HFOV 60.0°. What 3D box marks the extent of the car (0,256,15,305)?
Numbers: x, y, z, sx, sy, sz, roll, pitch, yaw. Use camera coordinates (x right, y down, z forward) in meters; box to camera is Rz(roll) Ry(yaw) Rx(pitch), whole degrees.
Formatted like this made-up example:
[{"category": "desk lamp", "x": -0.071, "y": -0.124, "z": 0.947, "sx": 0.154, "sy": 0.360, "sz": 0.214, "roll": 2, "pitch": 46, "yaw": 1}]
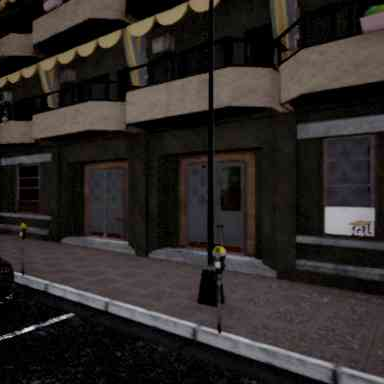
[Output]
[{"category": "car", "x": -5.199, "y": 1.494, "z": 6.589, "sx": 4.403, "sy": 1.369, "sz": 2.008, "roll": 1, "pitch": 0, "yaw": 36}]
